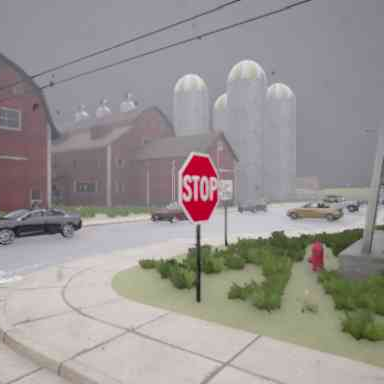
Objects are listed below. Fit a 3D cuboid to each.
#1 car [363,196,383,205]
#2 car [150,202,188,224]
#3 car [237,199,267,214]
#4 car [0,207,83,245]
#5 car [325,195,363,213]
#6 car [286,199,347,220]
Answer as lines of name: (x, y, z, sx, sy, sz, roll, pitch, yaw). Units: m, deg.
car: (30.758, 1.491, 57.649, 4.611, 1.667, 2.242, 0, 0, 35)
car: (-1.065, 1.501, 25.261, 1.882, 1.535, 5.008, 0, 0, 35)
car: (6.690, 1.529, 36.488, 1.837, 1.490, 4.892, 0, 0, 35)
car: (-7.677, 1.516, 15.958, 2.128, 1.511, 4.902, 0, 0, 39)
car: (16.904, 1.324, 37.800, 3.866, 1.878, 1.905, 0, 0, 35)
car: (9.655, 1.516, 26.418, 4.193, 1.474, 1.816, 0, 0, 35)
